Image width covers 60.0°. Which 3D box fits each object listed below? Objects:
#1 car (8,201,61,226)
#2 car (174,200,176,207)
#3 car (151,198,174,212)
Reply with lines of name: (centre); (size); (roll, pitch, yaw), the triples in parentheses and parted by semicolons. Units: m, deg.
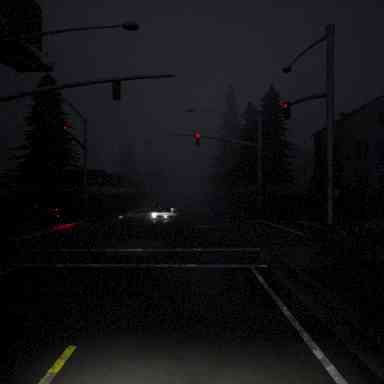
car: (-11.070, 1.317, 21.461); (4.902, 1.511, 2.128); (1, 0, -1)
car: (-3.422, 1.547, 49.511); (2.033, 1.411, 5.357); (0, 0, 0)
car: (-3.477, 1.564, 38.045); (1.994, 1.385, 4.181); (0, 0, 0)
